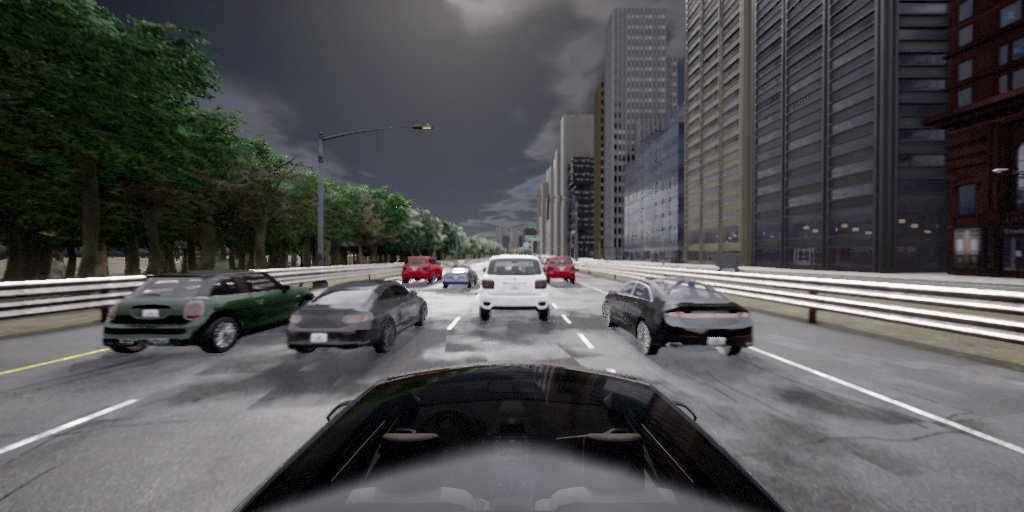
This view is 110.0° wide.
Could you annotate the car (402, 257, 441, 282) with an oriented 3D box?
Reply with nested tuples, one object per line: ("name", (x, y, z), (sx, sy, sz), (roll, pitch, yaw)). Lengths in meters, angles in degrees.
("car", (-6.940, 1.067, 28.191), (2.150, 2.045, 5.566), (0, 0, 0))

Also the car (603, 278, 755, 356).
("car", (3.561, 1.264, 8.641), (2.128, 1.511, 4.902), (0, 0, 0))

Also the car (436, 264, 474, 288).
("car", (-3.450, 1.378, 24.418), (2.033, 1.411, 5.357), (0, 0, 0))

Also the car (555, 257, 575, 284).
("car", (3.559, 1.066, 28.206), (2.150, 2.045, 5.566), (0, 0, 0))

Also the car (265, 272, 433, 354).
("car", (-3.435, 1.298, 8.729), (1.812, 1.442, 4.674), (0, 0, 1))

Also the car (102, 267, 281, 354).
("car", (-6.935, 1.125, 9.021), (2.097, 1.767, 4.553), (0, 0, 0))

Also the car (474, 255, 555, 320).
("car", (0.082, 1.006, 12.995), (2.150, 2.045, 5.566), (0, 0, 0))
